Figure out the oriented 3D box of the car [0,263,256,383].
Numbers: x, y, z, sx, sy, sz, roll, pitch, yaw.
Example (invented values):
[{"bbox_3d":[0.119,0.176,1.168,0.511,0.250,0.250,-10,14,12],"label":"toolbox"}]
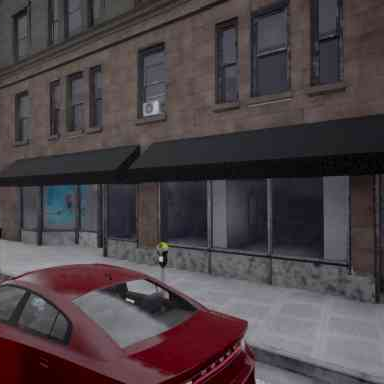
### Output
[{"bbox_3d":[-1.501,1.545,3.919,4.507,1.381,1.887,0,0,35],"label":"car"}]
